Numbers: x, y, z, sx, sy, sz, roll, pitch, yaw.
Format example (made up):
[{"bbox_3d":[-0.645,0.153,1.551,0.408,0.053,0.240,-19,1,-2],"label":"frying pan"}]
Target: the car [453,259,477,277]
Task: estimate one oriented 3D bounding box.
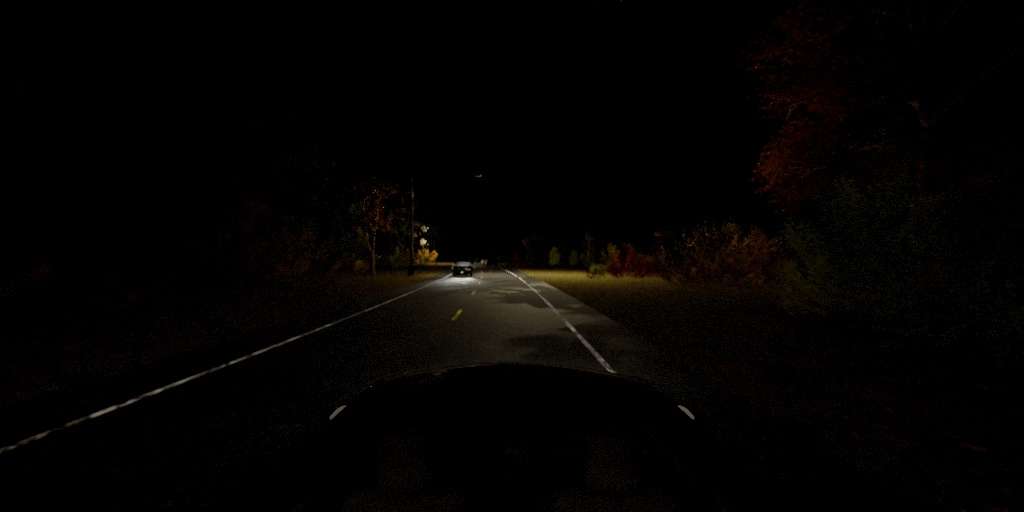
[{"bbox_3d":[-4.920,1.298,36.527,2.128,1.511,4.902,0,0,-4],"label":"car"}]
